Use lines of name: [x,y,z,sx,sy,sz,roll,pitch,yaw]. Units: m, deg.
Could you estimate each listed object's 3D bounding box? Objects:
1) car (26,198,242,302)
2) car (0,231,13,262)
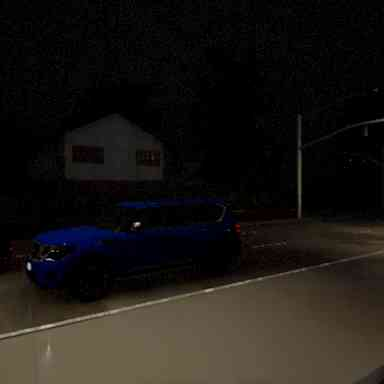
car: [-1.187,1.211,8.646,5.566,2.045,2.150,0,0,-35]
car: [-7.293,1.528,8.598,4.674,1.442,1.812,0,0,-36]
